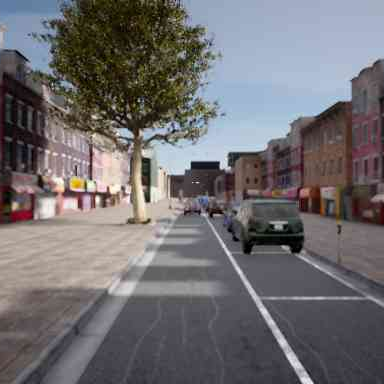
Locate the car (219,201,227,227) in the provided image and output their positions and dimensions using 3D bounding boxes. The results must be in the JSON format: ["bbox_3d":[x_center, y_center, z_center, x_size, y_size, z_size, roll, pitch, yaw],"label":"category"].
[{"bbox_3d":[3.017,1.603,21.088,1.882,1.535,5.008,0,0,0],"label":"car"}]

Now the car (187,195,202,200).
[{"bbox_3d":[0.039,1.649,50.586,2.097,1.767,4.553,0,0,1],"label":"car"}]

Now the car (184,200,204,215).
[{"bbox_3d":[0.059,1.818,36.833,1.895,1.301,4.718,0,0,0],"label":"car"}]

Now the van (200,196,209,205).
[{"bbox_3d":[2.659,1.765,70.973,1.690,1.788,3.998,1,0,0],"label":"van"}]

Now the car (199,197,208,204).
[{"bbox_3d":[2.657,1.988,76.683,1.752,1.417,4.829,1,0,0],"label":"car"}]

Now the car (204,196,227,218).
[{"bbox_3d":[2.655,1.505,32.189,2.192,1.841,5.009,1,0,0],"label":"car"}]

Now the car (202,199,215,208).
[{"bbox_3d":[2.654,1.885,54.351,1.947,1.339,4.313,1,0,0],"label":"car"}]

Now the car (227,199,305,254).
[{"bbox_3d":[2.983,1.312,14.119,2.150,2.045,5.566,0,0,0],"label":"car"}]

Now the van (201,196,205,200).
[{"bbox_3d":[2.657,1.628,48.812,1.690,1.788,3.998,1,0,0],"label":"van"}]

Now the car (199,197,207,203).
[{"bbox_3d":[2.659,1.940,82.054,1.967,1.590,4.097,1,0,0],"label":"car"}]
